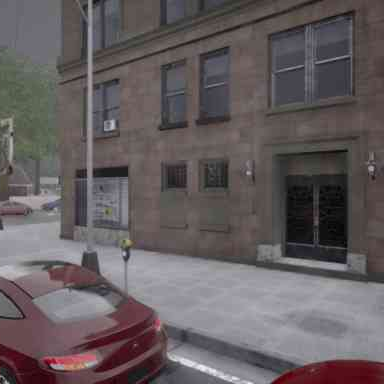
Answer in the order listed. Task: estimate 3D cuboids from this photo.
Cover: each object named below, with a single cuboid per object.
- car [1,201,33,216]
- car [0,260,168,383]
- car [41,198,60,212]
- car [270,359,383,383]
[{"bbox_3d":[-15.977,1.468,28.570,1.994,1.385,4.181,0,0,36],"label":"car"},{"bbox_3d":[-2.205,1.582,4.379,4.206,1.307,1.802,0,0,35],"label":"car"},{"bbox_3d":[-14.129,1.336,36.776,1.882,1.535,5.008,0,1,35],"label":"car"},{"bbox_3d":[2.293,1.545,1.182,4.507,1.381,1.887,0,0,35],"label":"car"}]
